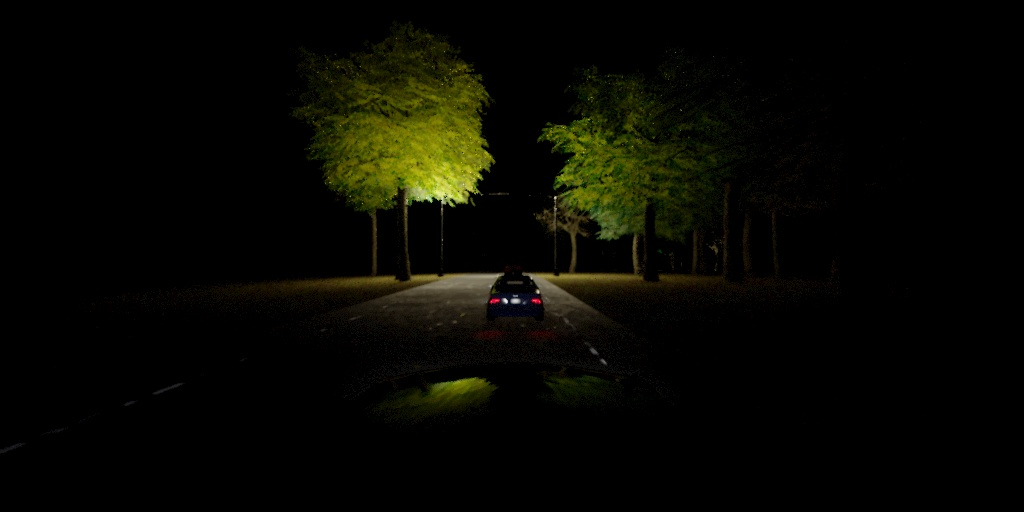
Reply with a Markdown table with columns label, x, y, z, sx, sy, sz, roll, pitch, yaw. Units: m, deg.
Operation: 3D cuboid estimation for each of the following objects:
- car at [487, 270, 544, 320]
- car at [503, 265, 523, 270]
| label | x | y | z | sx | sy | sz | roll | pitch | yaw |
| --- | --- | --- | --- | --- | --- | --- | --- | --- | --- |
| car | 0.101 | 1.391 | 12.994 | 2.033 | 1.411 | 5.357 | 0 | 0 | 0 |
| car | 0.106 | 1.654 | 38.262 | 1.882 | 1.535 | 5.008 | 0 | -1 | 0 |
